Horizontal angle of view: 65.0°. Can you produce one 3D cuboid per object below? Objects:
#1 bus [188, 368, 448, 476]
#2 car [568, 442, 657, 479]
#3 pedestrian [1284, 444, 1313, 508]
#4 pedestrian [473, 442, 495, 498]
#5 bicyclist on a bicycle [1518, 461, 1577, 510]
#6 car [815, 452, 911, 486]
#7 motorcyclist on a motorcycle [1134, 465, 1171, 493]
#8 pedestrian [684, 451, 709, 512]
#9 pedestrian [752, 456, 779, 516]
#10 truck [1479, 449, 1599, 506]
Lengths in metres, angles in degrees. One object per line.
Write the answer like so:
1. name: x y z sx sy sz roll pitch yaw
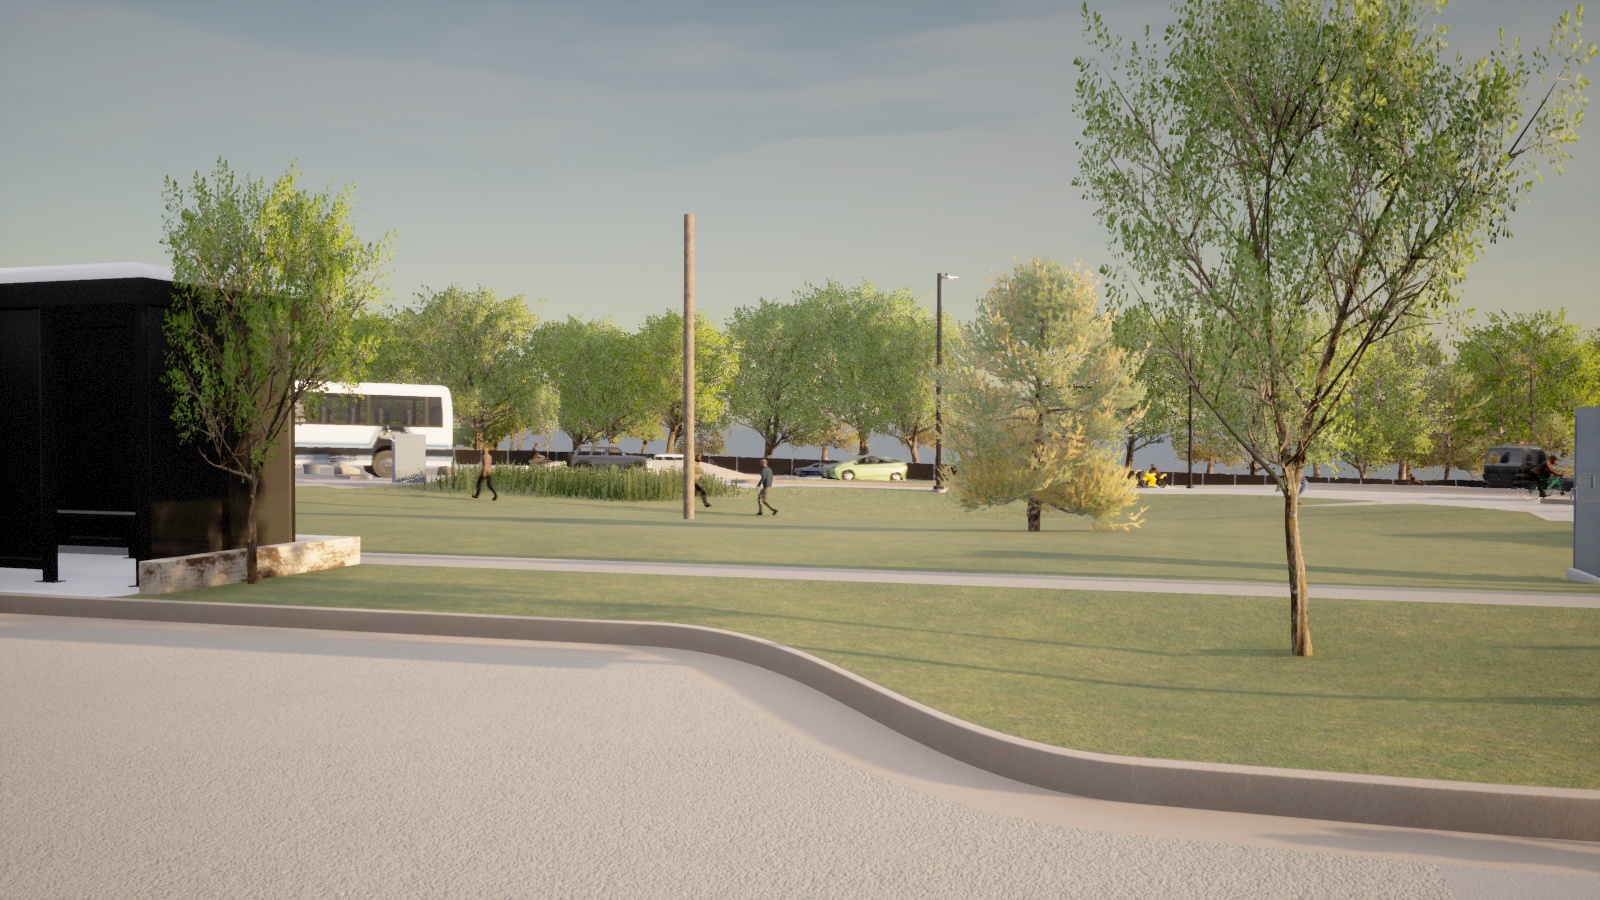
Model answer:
1. bus: -21.302 -1.088 55.627 10.273 4.253 3.944 2 -1 -27
2. car: -10.075 0.555 67.343 4.605 1.855 1.932 1 -1 -10
3. pedestrian: 14.476 0.763 36.467 0.706 1.836 0.354 1 1 11
4. pedestrian: -10.379 0.654 41.284 0.634 1.846 0.331 1 1 23
5. bicyclist on a bicycle: 26.049 1.227 43.778 1.656 1.620 0.582 3 2 36
6. car: 3.266 0.995 65.083 4.514 1.525 2.007 3 -2 -25
7. motorcyclist on a motorcycle: 20.967 1.723 74.744 2.044 1.523 0.797 3 -1 -27
8. pedestrian: -3.325 0.995 40.383 0.692 1.930 0.396 1 1 15
9. pedestrian: -1.058 1.105 38.780 0.726 1.842 0.402 1 1 15
10. truck: 47.665 1.753 80.262 7.936 3.462 2.891 0 1 -20
